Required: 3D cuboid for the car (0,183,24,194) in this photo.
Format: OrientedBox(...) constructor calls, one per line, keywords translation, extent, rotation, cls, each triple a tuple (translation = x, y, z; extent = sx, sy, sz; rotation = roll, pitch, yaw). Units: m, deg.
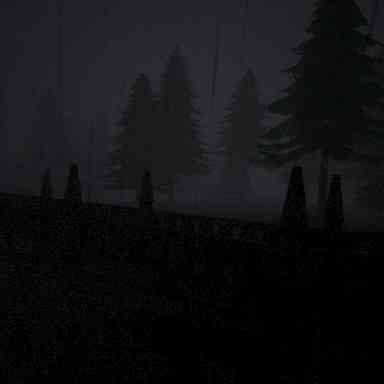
OrientedBox(translation=(-20.909, -0.217, 36.182), extent=(2.128, 1.511, 4.902), rotation=(4, 2, 37), cls="car")
